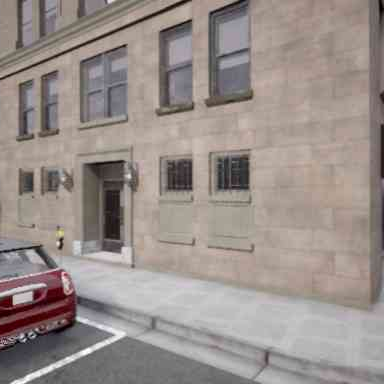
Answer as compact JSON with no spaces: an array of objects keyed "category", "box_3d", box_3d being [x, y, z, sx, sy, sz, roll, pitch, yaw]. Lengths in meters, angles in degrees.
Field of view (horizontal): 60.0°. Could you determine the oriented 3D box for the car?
[{"category":"car","box_3d":[-3.843,1.452,5.590,4.097,1.590,1.967,0,0,36]}]
